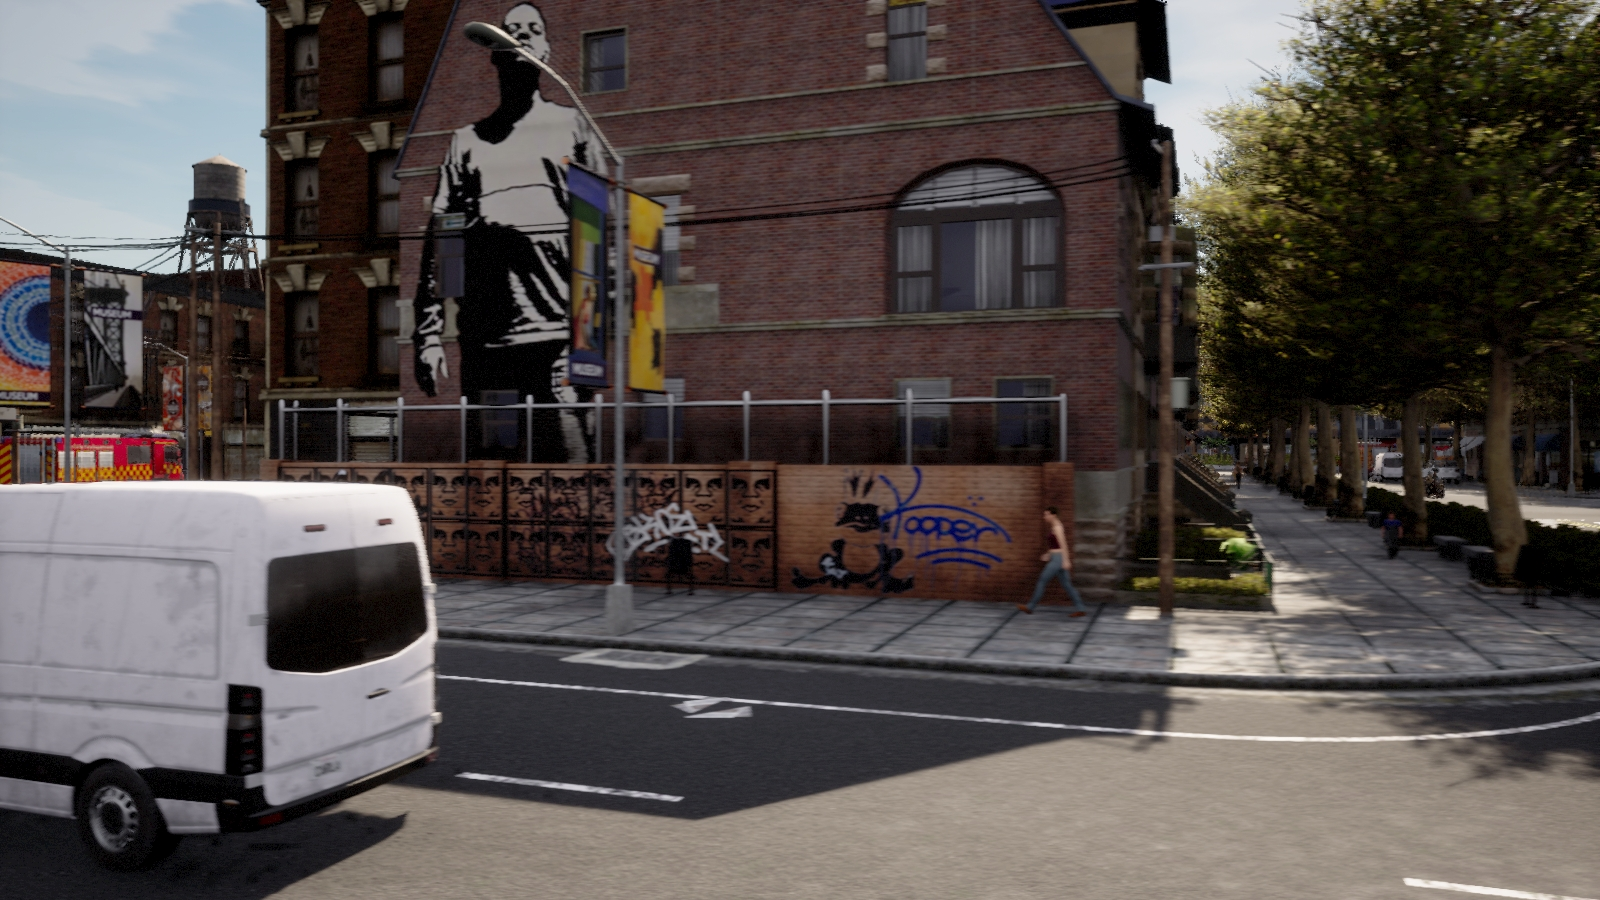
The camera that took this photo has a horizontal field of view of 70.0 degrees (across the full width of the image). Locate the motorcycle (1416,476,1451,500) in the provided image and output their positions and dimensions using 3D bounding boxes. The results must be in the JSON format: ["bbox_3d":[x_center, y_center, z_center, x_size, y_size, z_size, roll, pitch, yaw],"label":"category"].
[{"bbox_3d":[36.942,2.207,66.651,0.867,1.251,2.209,1,0,4],"label":"motorcycle"}]

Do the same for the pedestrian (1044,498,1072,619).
[{"bbox_3d":[4.072,1.697,18.012,0.375,1.860,0.375,0,0,22],"label":"pedestrian"}]

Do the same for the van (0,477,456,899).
[{"bbox_3d":[-5.824,1.534,9.108,5.915,2.561,1.988,0,0,21],"label":"van"}]

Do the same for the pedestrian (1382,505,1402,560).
[{"bbox_3d":[14.272,1.979,27.546,0.375,1.300,0.375,0,0,18],"label":"pedestrian"}]

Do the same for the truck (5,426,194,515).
[{"bbox_3d":[-32.460,0.891,53.493,2.891,3.827,8.468,0,0,7],"label":"truck"}]
